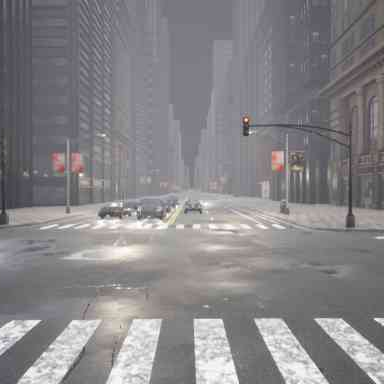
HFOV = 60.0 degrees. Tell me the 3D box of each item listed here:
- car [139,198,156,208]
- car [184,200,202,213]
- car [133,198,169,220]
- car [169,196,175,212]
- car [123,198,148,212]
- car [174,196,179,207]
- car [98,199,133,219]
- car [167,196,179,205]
[{"bbox_3d":[-6.575,1.564,49.483,1.895,1.301,4.718,0,0,0],"label":"car"},{"bbox_3d":[0.121,1.524,36.205,2.033,1.411,5.357,0,0,0],"label":"car"},{"bbox_3d":[-3.333,1.337,28.040,2.097,1.767,4.553,0,0,0],"label":"car"},{"bbox_3d":[-3.328,1.523,37.515,2.033,1.411,5.357,0,0,0],"label":"car"},{"bbox_3d":[-6.576,1.522,39.397,2.033,1.411,5.357,0,0,0],"label":"car"},{"bbox_3d":[-3.329,1.529,47.414,1.994,1.385,4.181,0,0,0],"label":"car"},{"bbox_3d":[-6.557,1.531,29.298,2.033,1.411,5.357,0,0,4],"label":"car"},{"bbox_3d":[-3.286,1.454,57.788,1.837,1.490,4.892,0,0,0],"label":"car"}]
